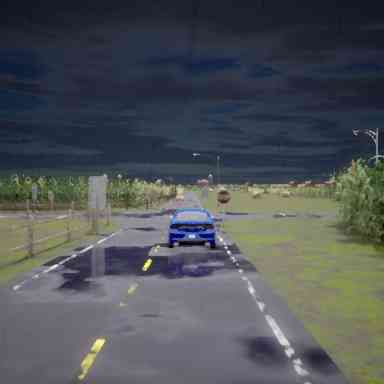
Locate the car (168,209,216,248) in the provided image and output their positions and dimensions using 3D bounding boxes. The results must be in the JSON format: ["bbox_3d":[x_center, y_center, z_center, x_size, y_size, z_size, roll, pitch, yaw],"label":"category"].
[{"bbox_3d":[0.000,1.476,14.651,1.882,1.535,5.008,0,0,0],"label":"car"}]

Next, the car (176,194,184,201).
[{"bbox_3d":[-2.793,1.320,78.677,1.882,1.535,5.008,0,0,0],"label":"car"}]
